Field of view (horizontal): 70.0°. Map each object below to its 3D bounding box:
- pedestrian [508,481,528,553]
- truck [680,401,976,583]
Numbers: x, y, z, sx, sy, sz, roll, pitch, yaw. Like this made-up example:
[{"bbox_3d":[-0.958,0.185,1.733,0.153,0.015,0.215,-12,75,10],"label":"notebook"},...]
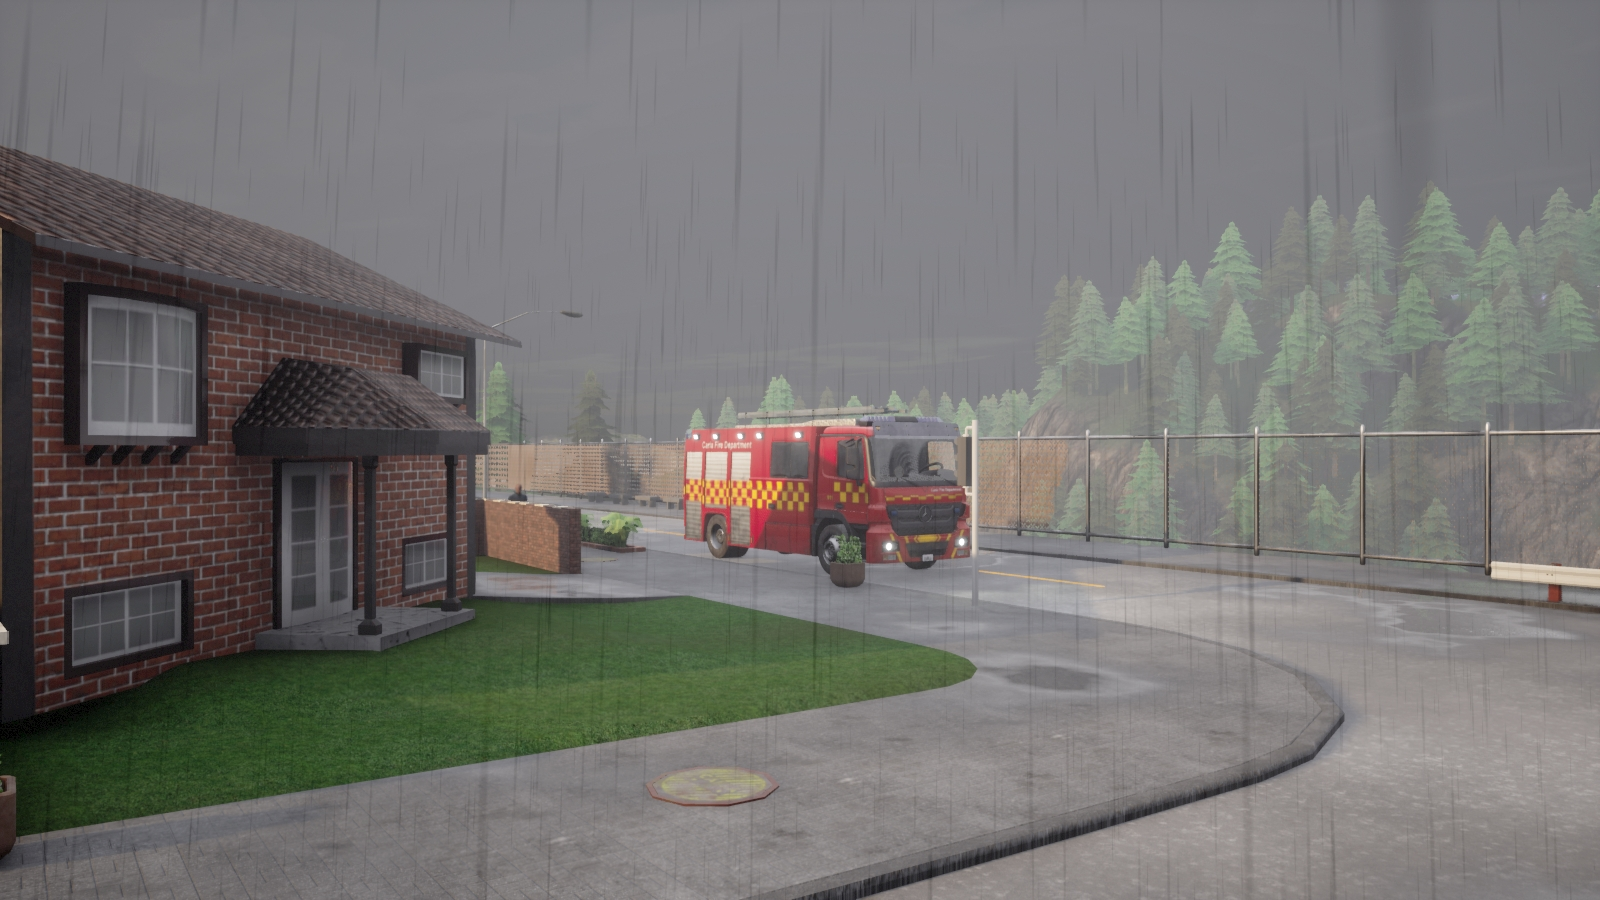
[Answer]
[{"bbox_3d":[-7.367,1.745,29.852,0.375,1.860,0.375,0,0,-37],"label":"pedestrian"},{"bbox_3d":[0.353,0.890,28.322,2.891,3.827,8.468,0,0,-35],"label":"truck"}]
